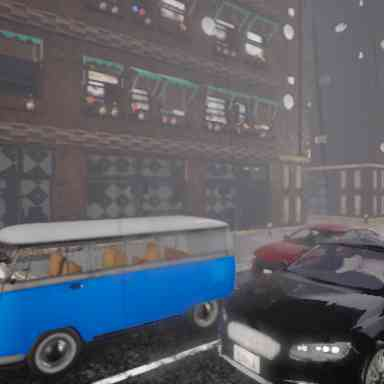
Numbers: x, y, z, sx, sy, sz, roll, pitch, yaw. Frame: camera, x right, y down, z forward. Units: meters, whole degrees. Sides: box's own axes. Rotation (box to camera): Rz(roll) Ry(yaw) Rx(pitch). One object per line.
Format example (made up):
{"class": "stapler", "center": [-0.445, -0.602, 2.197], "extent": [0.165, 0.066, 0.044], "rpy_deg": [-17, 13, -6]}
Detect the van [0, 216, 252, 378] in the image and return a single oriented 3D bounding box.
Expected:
{"class": "van", "center": [-1.135, 1.327, 5.232], "extent": [3.998, 1.788, 1.690], "rpy_deg": [-1, 1, -35]}

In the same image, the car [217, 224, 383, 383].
{"class": "car", "center": [2.563, 1.458, 4.892], "extent": [4.902, 1.511, 2.128], "rpy_deg": [0, 0, -35]}

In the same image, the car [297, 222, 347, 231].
{"class": "car", "center": [3.484, 1.491, 8.524], "extent": [4.507, 1.381, 1.887], "rpy_deg": [0, 1, -35]}
